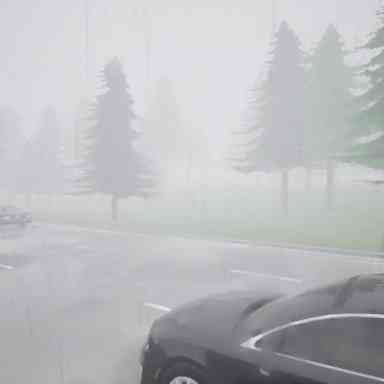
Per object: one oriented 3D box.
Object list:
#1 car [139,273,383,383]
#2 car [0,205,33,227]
[{"bbox_3d":[1.695,1.505,2.783,4.892,1.490,1.837,0,0,36],"label":"car"},{"bbox_3d":[-12.348,1.532,21.293,5.357,1.411,2.033,0,0,36],"label":"car"}]
